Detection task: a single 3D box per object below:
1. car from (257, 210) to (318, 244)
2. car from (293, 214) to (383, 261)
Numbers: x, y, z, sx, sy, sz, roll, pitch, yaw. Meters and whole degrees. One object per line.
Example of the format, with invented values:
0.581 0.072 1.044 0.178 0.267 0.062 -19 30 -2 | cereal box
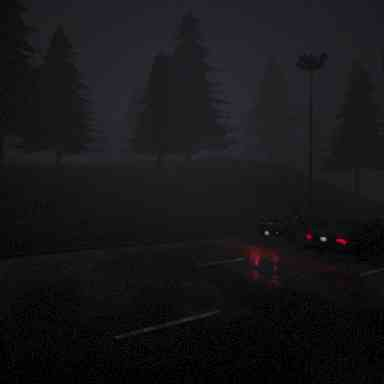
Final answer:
5.325 1.640 16.232 4.902 1.511 2.128 1 0 -35 | car
6.540 1.684 12.812 5.357 1.411 2.033 1 0 -35 | car
